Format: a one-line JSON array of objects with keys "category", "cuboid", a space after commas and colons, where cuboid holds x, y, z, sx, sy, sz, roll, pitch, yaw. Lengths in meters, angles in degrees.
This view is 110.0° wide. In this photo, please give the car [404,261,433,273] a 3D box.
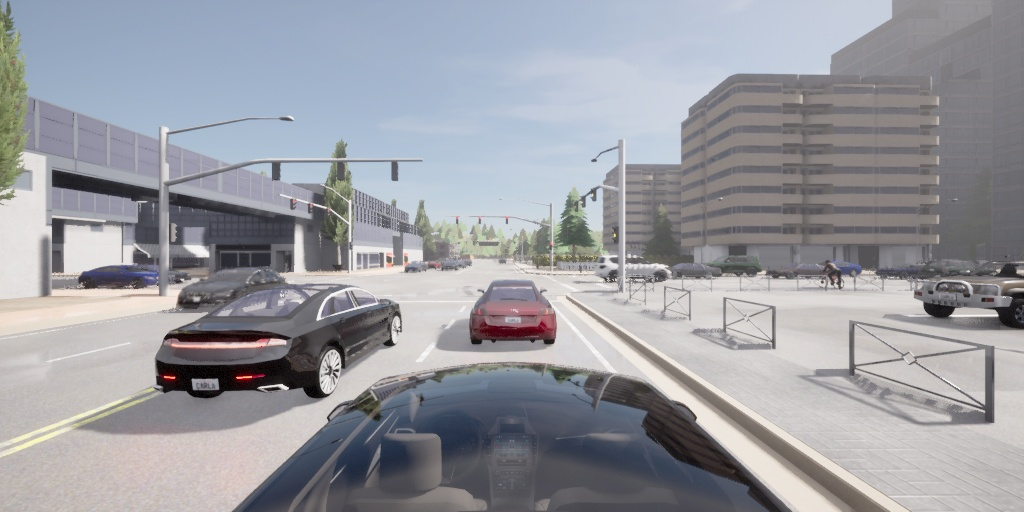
[{"category": "car", "cuboid": [-11.761, 1.297, 44.403, 2.033, 1.411, 5.357, 0, 0, -1]}]

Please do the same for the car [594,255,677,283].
[{"category": "car", "cuboid": [9.058, 0.971, 27.195, 5.566, 2.045, 2.150, 0, 0, -2]}]

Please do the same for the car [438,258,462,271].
[{"category": "car", "cuboid": [-8.358, 1.314, 48.858, 1.994, 1.385, 4.181, 0, 0, -2]}]

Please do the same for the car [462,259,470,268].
[{"category": "car", "cuboid": [-8.621, 1.297, 59.155, 2.033, 1.411, 5.357, 0, 0, -1]}]

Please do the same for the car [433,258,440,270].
[{"category": "car", "cuboid": [-11.996, 1.351, 53.988, 1.895, 1.301, 4.718, 0, 0, -1]}]

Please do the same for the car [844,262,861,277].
[{"category": "car", "cuboid": [31.118, 1.228, 35.064, 5.008, 1.535, 1.882, 0, 0, -2]}]

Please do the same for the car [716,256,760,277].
[{"category": "car", "cuboid": [21.093, 0.971, 34.774, 5.566, 2.045, 2.150, 0, 0, -2]}]

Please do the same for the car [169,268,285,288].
[{"category": "car", "cuboid": [-11.113, 1.255, 14.719, 1.837, 1.490, 4.892, 2, 0, -7]}]

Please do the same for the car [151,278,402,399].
[{"category": "car", "cuboid": [-3.473, 1.242, 6.486, 2.128, 1.511, 4.902, 0, 0, 0]}]

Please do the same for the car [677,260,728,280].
[{"category": "car", "cuboid": [15.239, 1.297, 31.097, 5.357, 1.411, 2.033, 0, 0, -2]}]

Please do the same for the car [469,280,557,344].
[{"category": "car", "cuboid": [0.012, 1.314, 9.544, 1.994, 1.385, 4.181, 0, 0, 0]}]

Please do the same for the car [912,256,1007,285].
[{"category": "car", "cuboid": [34.807, 1.102, 27.980, 4.553, 1.767, 2.097, 0, 0, -2]}]

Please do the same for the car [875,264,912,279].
[{"category": "car", "cuboid": [35.172, 1.351, 31.675, 4.718, 1.301, 1.895, 0, 0, -2]}]

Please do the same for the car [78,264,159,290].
[{"category": "car", "cuboid": [-23.699, 1.276, 22.071, 4.674, 1.442, 1.812, 0, 0, -1]}]

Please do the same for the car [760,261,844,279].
[{"category": "car", "cuboid": [25.309, 1.297, 31.395, 5.357, 1.411, 2.033, 0, 0, -2]}]

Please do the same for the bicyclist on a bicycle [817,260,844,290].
[{"category": "bicyclist on a bicycle", "cuboid": [17.929, 1.052, 20.189, 0.582, 1.620, 1.656, 0, 0, -2]}]

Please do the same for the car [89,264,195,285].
[{"category": "car", "cuboid": [-26.174, 1.297, 25.513, 5.357, 1.411, 2.033, 0, 0, -1]}]
